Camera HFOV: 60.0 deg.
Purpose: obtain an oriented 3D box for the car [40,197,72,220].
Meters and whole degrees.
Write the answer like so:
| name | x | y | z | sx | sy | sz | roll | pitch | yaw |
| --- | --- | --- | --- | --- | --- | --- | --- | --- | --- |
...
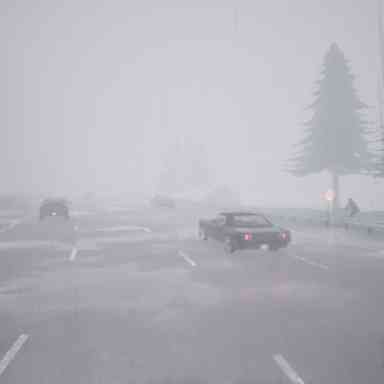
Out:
| name | x | y | z | sx | sy | sz | roll | pitch | yaw |
| --- | --- | --- | --- | --- | --- | --- | --- | --- | --- |
| car | -9.862 | 1.116 | 24.053 | 1.837 | 1.490 | 4.892 | 1 | 1 | -20 |

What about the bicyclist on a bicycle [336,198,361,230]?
| name | x | y | z | sx | sy | sz | roll | pitch | yaw |
| --- | --- | --- | --- | --- | --- | --- | --- | --- | --- |
| bicyclist on a bicycle | 8.395 | 1.148 | 17.635 | 1.656 | 1.620 | 0.582 | 13 | -3 | -18 |

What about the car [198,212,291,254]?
| name | x | y | z | sx | sy | sz | roll | pitch | yaw |
| --- | --- | --- | --- | --- | --- | --- | --- | --- | --- |
| car | 1.716 | 1.428 | 12.797 | 1.895 | 1.301 | 4.718 | 0 | 1 | -16 |

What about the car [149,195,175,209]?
| name | x | y | z | sx | sy | sz | roll | pitch | yaw |
| --- | --- | --- | --- | --- | --- | --- | --- | --- | --- |
| car | -3.314 | 1.018 | 36.459 | 2.033 | 1.411 | 5.357 | 0 | 1 | -19 |

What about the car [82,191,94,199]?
| name | x | y | z | sx | sy | sz | roll | pitch | yaw |
| --- | --- | --- | --- | --- | --- | --- | --- | --- | --- |
| car | -18.969 | 0.531 | 60.509 | 1.882 | 1.535 | 5.008 | 0 | 1 | -19 |
